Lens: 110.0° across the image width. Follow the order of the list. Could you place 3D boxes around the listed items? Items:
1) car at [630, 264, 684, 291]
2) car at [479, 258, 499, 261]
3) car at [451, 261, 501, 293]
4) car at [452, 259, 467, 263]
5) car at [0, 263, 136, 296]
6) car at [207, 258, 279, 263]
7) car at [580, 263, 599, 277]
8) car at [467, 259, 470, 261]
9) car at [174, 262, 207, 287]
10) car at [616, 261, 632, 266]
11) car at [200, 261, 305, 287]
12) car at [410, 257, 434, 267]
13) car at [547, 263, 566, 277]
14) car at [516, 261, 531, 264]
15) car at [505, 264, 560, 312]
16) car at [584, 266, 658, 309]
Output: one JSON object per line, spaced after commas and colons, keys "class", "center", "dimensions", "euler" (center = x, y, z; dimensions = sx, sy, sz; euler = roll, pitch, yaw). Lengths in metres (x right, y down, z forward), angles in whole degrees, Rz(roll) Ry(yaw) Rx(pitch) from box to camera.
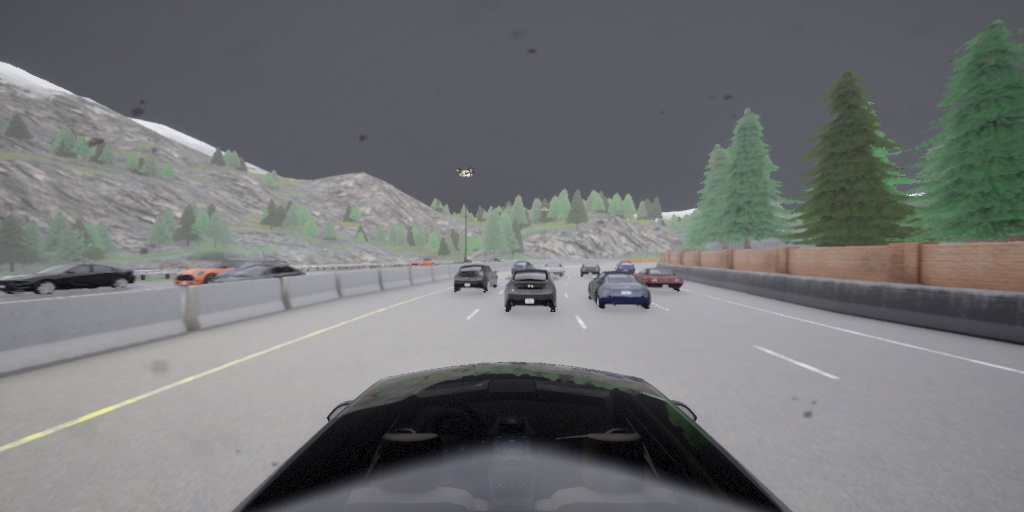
{"class": "car", "center": [8.691, 1.360, 21.768], "dimensions": [1.895, 1.301, 4.718], "euler": [0, 0, 8]}
{"class": "car", "center": [-3.479, 1.062, 58.776], "dimensions": [2.097, 1.767, 4.553], "euler": [0, 0, 21]}
{"class": "car", "center": [-1.995, 1.239, 20.894], "dimensions": [1.837, 1.490, 4.892], "euler": [0, 0, 7]}
{"class": "car", "center": [-8.957, 1.199, 64.040], "dimensions": [1.837, 1.490, 4.892], "euler": [0, 0, 21]}
{"class": "car", "center": [-23.528, 1.163, 19.235], "dimensions": [1.882, 1.535, 5.008], "euler": [0, 0, 6]}
{"class": "car", "center": [-16.050, 1.053, 22.722], "dimensions": [2.097, 1.767, 4.553], "euler": [0, 0, 8]}
{"class": "car", "center": [7.913, 1.350, 35.980], "dimensions": [1.895, 1.301, 4.718], "euler": [0, 0, 14]}
{"class": "car", "center": [-5.535, 1.304, 63.195], "dimensions": [1.895, 1.301, 4.718], "euler": [0, 0, 22]}
{"class": "car", "center": [-19.438, 1.045, 23.805], "dimensions": [2.097, 1.767, 4.553], "euler": [0, 0, 8]}
{"class": "car", "center": [12.268, 1.283, 38.740], "dimensions": [1.812, 1.442, 4.674], "euler": [0, 0, 15]}
{"class": "car", "center": [-13.026, 1.215, 18.775], "dimensions": [1.837, 1.490, 4.892], "euler": [0, 0, 7]}
{"class": "car", "center": [-14.679, 1.036, 58.662], "dimensions": [2.097, 1.767, 4.553], "euler": [0, 0, 20]}
{"class": "car", "center": [4.238, 1.342, 35.633], "dimensions": [1.895, 1.301, 4.718], "euler": [0, 0, 13]}
{"class": "car", "center": [1.177, 1.258, 37.800], "dimensions": [1.812, 1.442, 4.674], "euler": [0, 0, 13]}
{"class": "car", "center": [0.786, 1.250, 14.322], "dimensions": [1.837, 1.490, 4.892], "euler": [0, 0, 5]}
{"class": "car", "center": [4.388, 1.317, 15.162], "dimensions": [1.994, 1.385, 4.181], "euler": [0, 0, 6]}
